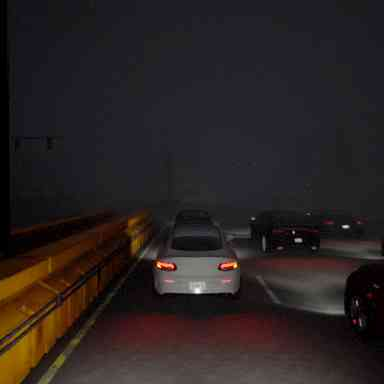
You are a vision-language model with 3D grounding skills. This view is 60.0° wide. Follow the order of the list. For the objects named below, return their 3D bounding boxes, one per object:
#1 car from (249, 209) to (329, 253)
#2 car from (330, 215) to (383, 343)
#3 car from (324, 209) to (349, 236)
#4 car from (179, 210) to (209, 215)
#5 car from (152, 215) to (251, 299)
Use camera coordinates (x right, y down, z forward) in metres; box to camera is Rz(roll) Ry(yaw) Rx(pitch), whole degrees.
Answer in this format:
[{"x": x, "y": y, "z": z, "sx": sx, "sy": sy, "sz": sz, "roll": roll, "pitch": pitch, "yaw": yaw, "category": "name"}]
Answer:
[{"x": 3.589, "y": 1.478, "z": 13.700, "sx": 1.882, "sy": 1.535, "sz": 5.008, "roll": 0, "pitch": 0, "yaw": 0, "category": "car"}, {"x": 3.594, "y": 1.352, "z": 3.739, "sx": 2.097, "sy": 1.767, "sz": 4.553, "roll": 0, "pitch": 0, "yaw": 0, "category": "car"}, {"x": 7.085, "y": 1.564, "z": 17.315, "sx": 1.994, "sy": 1.385, "sz": 4.181, "roll": 0, "pitch": 0, "yaw": 0, "category": "car"}, {"x": 0.086, "y": 1.601, "z": 17.426, "sx": 1.895, "sy": 1.301, "sz": 4.718, "roll": 0, "pitch": 0, "yaw": 0, "category": "car"}, {"x": 0.093, "y": 1.526, "z": 8.304, "sx": 1.812, "sy": 1.442, "sz": 4.674, "roll": 0, "pitch": 0, "yaw": 0, "category": "car"}]
